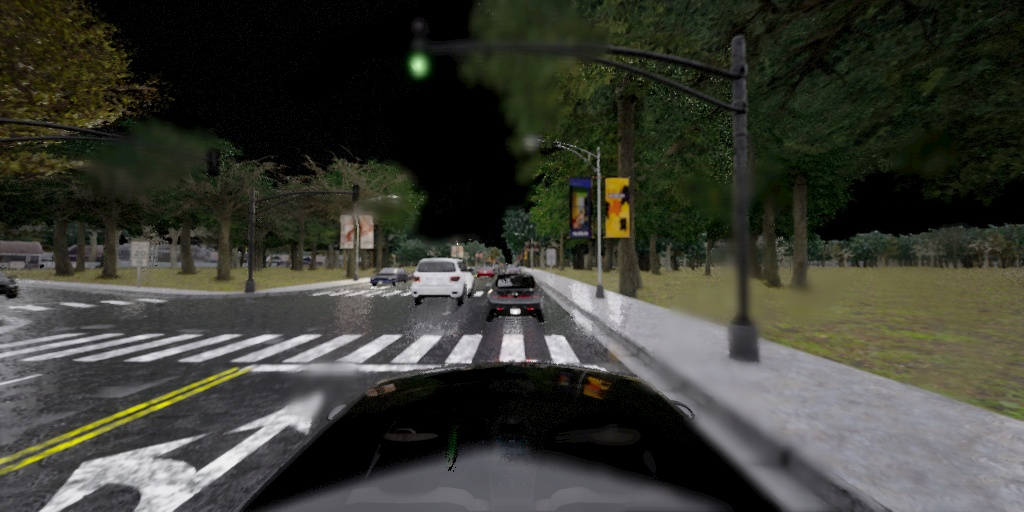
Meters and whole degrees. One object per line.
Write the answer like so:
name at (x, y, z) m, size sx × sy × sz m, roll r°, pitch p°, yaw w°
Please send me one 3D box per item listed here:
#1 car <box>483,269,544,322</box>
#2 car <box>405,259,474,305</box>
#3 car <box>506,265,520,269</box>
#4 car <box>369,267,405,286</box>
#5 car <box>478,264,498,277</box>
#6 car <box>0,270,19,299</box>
car at (0.100, 1.383, 12.915) m, size 1.837 × 1.490 × 4.892 m, roll 0°, pitch 0°, yaw 0°
car at (-3.149, 1.152, 17.254) m, size 2.150 × 2.045 × 5.566 m, roll 0°, pitch -1°, yaw 0°
car at (0.101, 1.757, 36.916) m, size 2.033 × 1.411 × 5.357 m, roll 0°, pitch -1°, yaw 0°
car at (-9.846, 1.649, 29.471) m, size 2.033 × 1.411 × 5.357 m, roll 0°, pitch -1°, yaw 0°
car at (-3.149, 1.886, 44.392) m, size 1.994 × 1.385 × 4.181 m, roll 0°, pitch -1°, yaw 0°
car at (-26.056, 1.304, 17.367) m, size 4.892 × 1.490 × 1.837 m, roll 0°, pitch -2°, yaw 23°
